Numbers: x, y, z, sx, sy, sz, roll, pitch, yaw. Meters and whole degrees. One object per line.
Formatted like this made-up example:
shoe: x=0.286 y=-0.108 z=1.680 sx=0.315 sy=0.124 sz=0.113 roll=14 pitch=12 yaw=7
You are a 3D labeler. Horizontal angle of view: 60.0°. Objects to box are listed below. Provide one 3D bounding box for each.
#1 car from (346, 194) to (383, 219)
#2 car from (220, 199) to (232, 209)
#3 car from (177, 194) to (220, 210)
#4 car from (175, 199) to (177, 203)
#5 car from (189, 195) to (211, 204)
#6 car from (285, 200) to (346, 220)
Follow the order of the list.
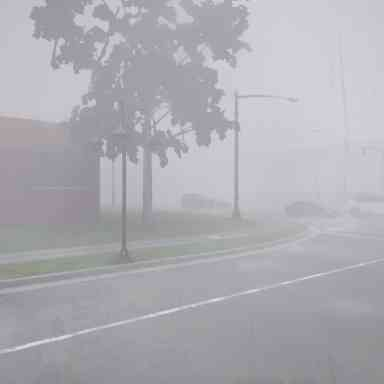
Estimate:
car: x=15.442 y=1.224 z=27.306 sx=2.150 sy=2.045 sz=5.566 roll=0 pitch=0 yaw=-34
car: x=3.369 y=1.601 z=45.335 sx=1.895 sy=1.301 sz=4.718 roll=0 pitch=0 yaw=-33
car: x=0.698 y=1.223 z=43.027 sx=2.150 sy=2.045 sz=5.566 roll=0 pitch=0 yaw=-34
car: x=-1.555 y=1.601 z=65.449 sx=1.895 sy=1.301 sz=4.718 roll=0 pitch=0 yaw=-34
car: x=1.629 y=1.478 z=66.986 sx=1.882 sy=1.535 sz=5.008 roll=0 pitch=0 yaw=-34
car: x=10.282 y=1.507 z=28.710 sx=1.837 sy=1.490 sz=4.892 roll=0 pitch=-1 yaw=-34
